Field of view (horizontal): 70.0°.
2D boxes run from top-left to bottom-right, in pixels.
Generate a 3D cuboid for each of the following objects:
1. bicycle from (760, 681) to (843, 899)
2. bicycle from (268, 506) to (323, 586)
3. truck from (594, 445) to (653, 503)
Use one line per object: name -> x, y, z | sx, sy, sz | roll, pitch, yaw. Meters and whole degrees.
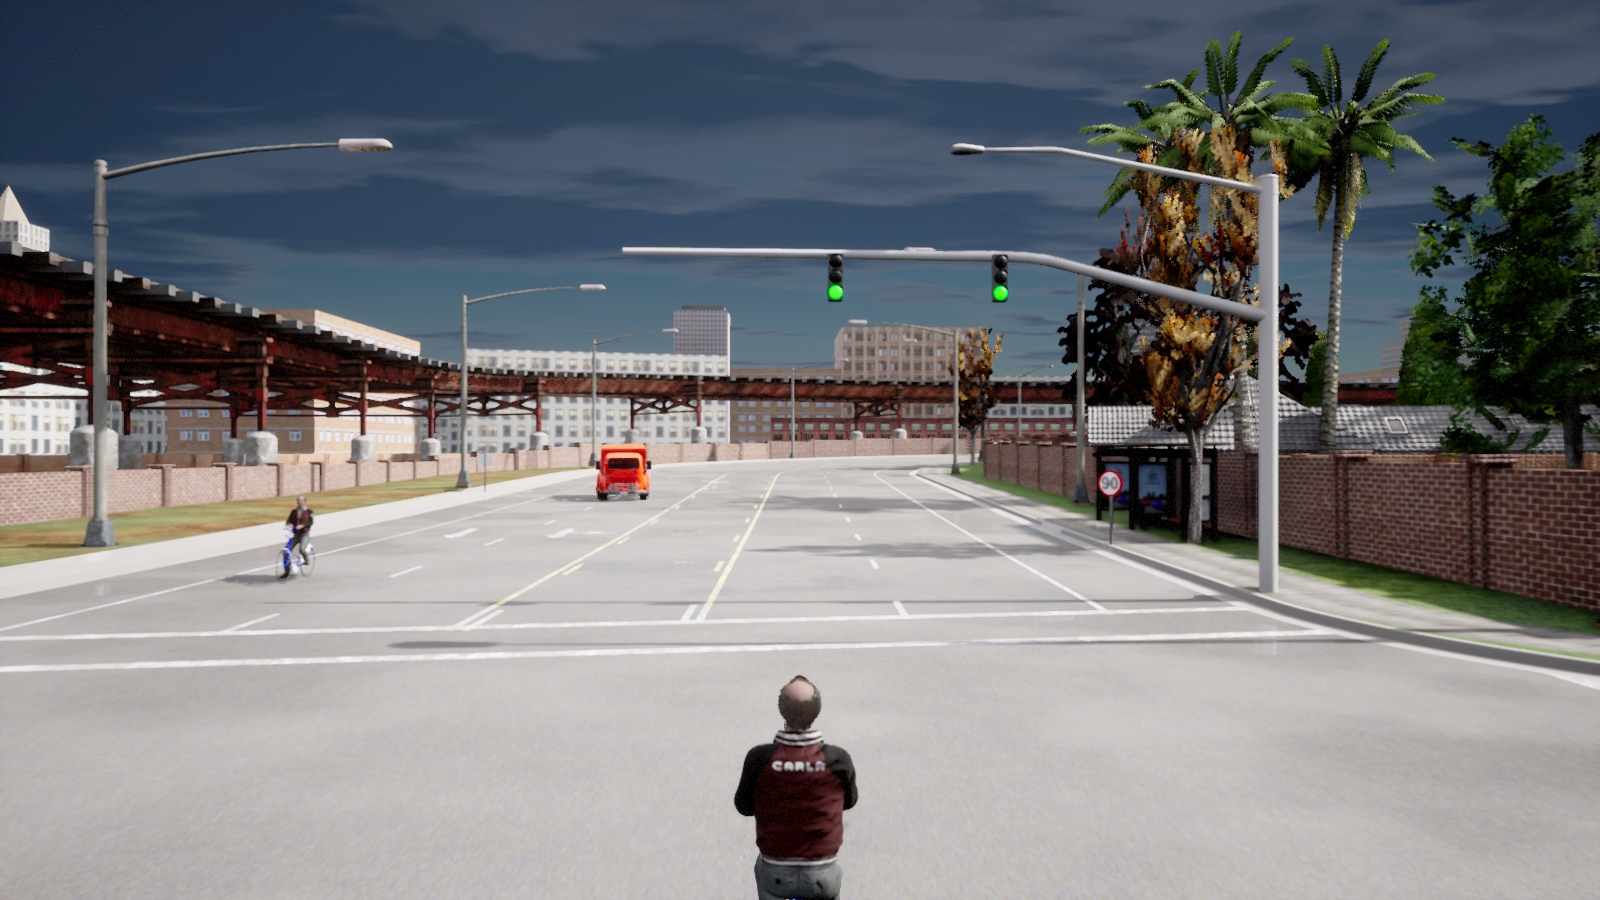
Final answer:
bicycle -> 0.011, 2.039, 5.439 | 0.329, 1.496, 1.835 | 0, 0, 0
bicycle -> -10.490, 1.965, 23.805 | 0.329, 1.496, 1.835 | 0, 0, 0
truck -> -8.301, 1.066, 53.721 | 2.627, 2.467, 5.204 | 0, 1, -9
